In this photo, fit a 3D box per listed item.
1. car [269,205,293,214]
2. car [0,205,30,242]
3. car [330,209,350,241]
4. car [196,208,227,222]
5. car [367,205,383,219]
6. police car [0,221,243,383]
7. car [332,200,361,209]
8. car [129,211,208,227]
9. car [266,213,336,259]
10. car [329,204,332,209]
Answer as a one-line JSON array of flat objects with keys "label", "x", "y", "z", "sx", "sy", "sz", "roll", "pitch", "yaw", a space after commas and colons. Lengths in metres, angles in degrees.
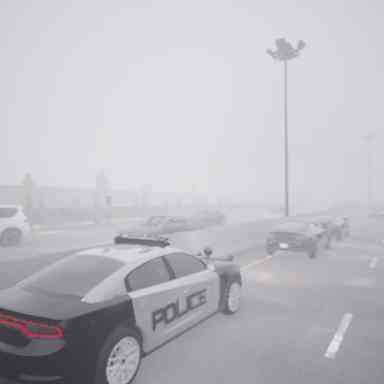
[{"label": "car", "x": 13.525, "y": 2.644, "z": 50.381, "sx": 1.895, "sy": 1.301, "sz": 4.718, "roll": -1, "pitch": -2, "yaw": 40}, {"label": "car", "x": -10.267, "y": 1.613, "z": 15.062, "sx": 2.150, "sy": 2.045, "sz": 5.566, "roll": -1, "pitch": -2, "yaw": 33}, {"label": "car", "x": 7.806, "y": 1.907, "z": 19.101, "sx": 1.812, "sy": 1.442, "sz": 4.674, "roll": -1, "pitch": -1, "yaw": 33}, {"label": "car", "x": 1.070, "y": 2.065, "z": 26.275, "sx": 2.128, "sy": 1.511, "sz": 4.902, "roll": -1, "pitch": -1, "yaw": 33}, {"label": "car", "x": 20.866, "y": 2.296, "z": 36.914, "sx": 1.895, "sy": 1.301, "sz": 4.718, "roll": -1, "pitch": -2, "yaw": 37}, {"label": "police car", "x": -0.751, "y": 1.561, "z": 5.716, "sx": 1.930, "sy": 1.638, "sz": 5.238, "roll": -1, "pitch": -1, "yaw": 33}, {"label": "car", "x": 24.689, "y": 2.239, "z": 52.239, "sx": 5.566, "sy": 2.045, "sz": 2.150, "roll": 1, "pitch": -2, "yaw": -45}, {"label": "car", "x": -1.539, "y": 1.850, "z": 15.711, "sx": 2.128, "sy": 1.511, "sz": 4.902, "roll": -1, "pitch": -2, "yaw": 33}, {"label": "car", "x": 4.575, "y": 1.815, "z": 14.046, "sx": 1.812, "sy": 1.442, "sz": 4.674, "roll": -1, "pitch": -1, "yaw": 33}, {"label": "car", "x": 26.342, "y": 2.377, "z": 58.665, "sx": 5.566, "sy": 2.045, "sz": 2.150, "roll": 1, "pitch": -2, "yaw": -42}]
